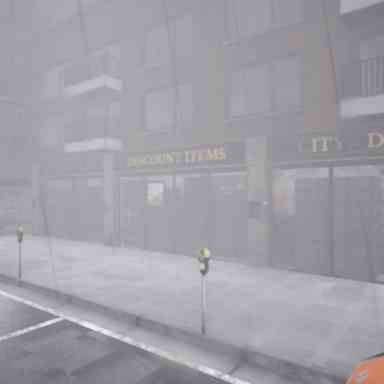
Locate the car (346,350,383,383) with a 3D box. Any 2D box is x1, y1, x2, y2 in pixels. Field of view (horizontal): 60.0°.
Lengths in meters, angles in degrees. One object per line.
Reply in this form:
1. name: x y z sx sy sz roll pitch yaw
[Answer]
1. car: 2.841 1.344 1.136 4.553 1.767 2.097 0 0 37
